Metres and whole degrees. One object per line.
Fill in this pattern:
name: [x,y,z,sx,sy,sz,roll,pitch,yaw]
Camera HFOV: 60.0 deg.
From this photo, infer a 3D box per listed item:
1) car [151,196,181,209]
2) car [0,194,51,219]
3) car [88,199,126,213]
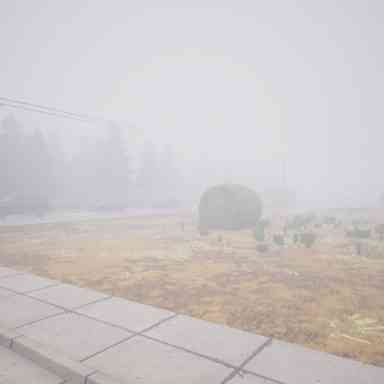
car: [-3.590,1.379,45.852,2.097,1.767,4.553,0,0,37]
car: [-15.513,1.248,29.733,2.150,2.045,5.566,0,0,36]
car: [-9.560,1.552,37.778,1.812,1.442,4.674,0,0,37]
